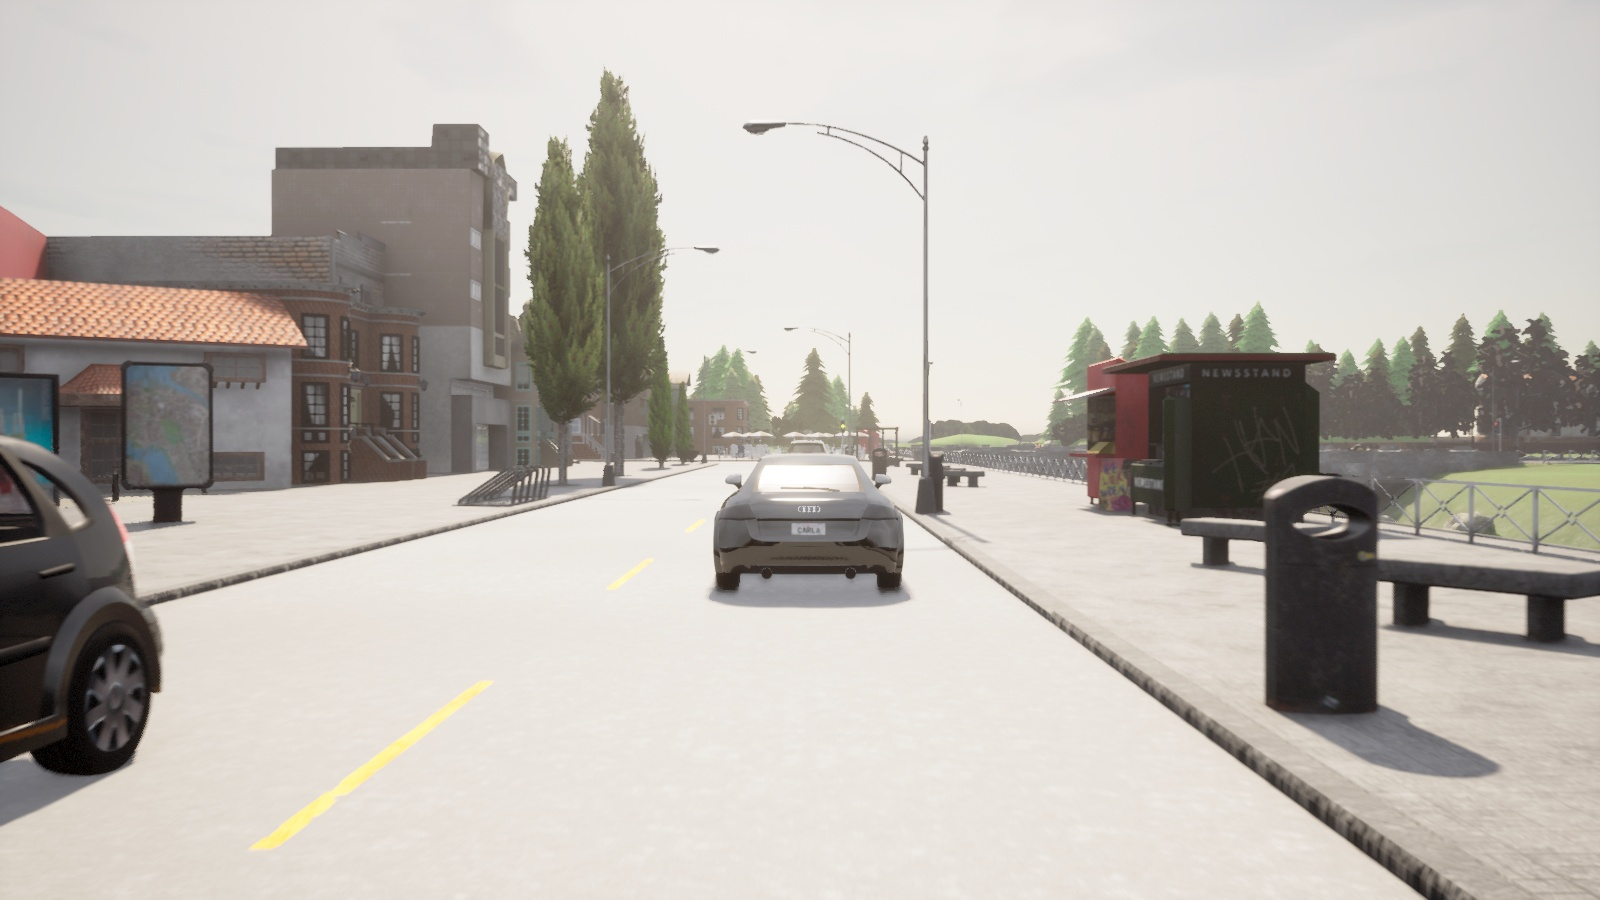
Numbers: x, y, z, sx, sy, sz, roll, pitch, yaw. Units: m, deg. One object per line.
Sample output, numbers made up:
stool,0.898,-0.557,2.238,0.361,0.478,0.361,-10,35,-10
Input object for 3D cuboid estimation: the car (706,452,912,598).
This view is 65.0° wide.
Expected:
car,0.094,0.730,14.267,1.994,1.385,4.181,0,0,0

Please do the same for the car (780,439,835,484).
car,0.283,0.404,48.380,2.033,1.649,4.856,0,0,0

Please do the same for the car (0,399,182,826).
car,-3.961,0.618,4.152,1.851,1.617,3.988,0,0,0
